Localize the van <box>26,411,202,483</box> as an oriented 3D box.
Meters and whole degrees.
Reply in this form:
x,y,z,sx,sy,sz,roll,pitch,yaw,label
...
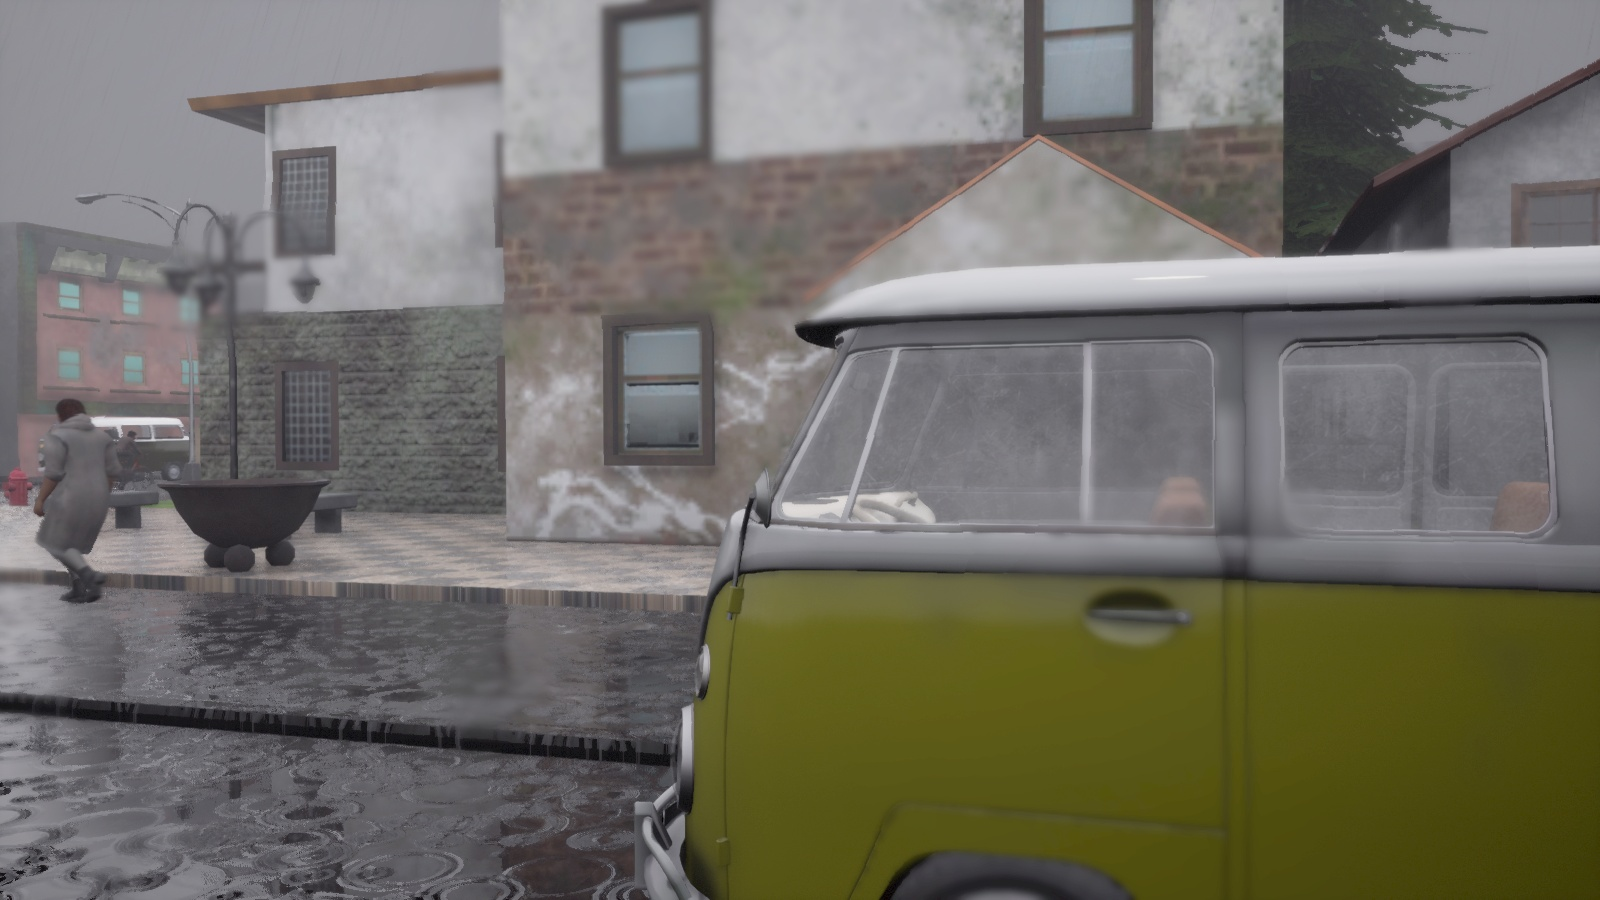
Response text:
x,y,z,sx,sy,sz,roll,pitch,yaw,label
-20.646,-0.136,38.023,2.069,2.038,4.480,0,1,17,van

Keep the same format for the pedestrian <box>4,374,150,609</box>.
x,y,z,sx,sy,sz,roll,pitch,yaw,label
-6.233,0.339,10.846,0.873,1.952,0.659,0,1,17,pedestrian

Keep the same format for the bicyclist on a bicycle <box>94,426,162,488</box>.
x,y,z,sx,sy,sz,roll,pitch,yaw,label
-17.890,0.177,33.458,0.582,1.620,1.656,0,1,18,bicyclist on a bicycle

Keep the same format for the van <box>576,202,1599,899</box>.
x,y,z,sx,sy,sz,roll,pitch,yaw,label
1.872,0.537,3.063,4.442,1.987,1.775,0,1,17,van
